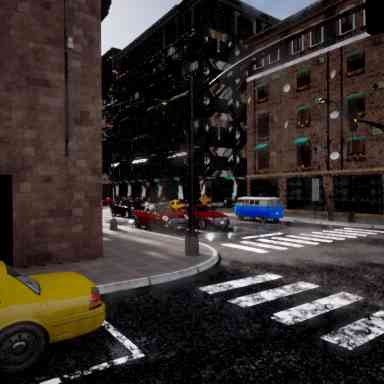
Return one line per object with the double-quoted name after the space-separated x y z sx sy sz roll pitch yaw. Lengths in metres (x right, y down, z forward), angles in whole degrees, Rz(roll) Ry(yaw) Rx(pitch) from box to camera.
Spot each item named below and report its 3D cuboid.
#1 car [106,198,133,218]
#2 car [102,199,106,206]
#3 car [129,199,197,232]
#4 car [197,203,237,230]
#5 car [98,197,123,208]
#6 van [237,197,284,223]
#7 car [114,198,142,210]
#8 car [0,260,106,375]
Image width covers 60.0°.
-5.608 1.472 29.579 1.837 1.490 4.892 -1 1 -36 "car"
-14.368 1.429 46.970 2.128 1.511 4.902 -1 0 -35 "car"
-1.863 1.440 20.030 1.967 1.590 4.097 0 0 -36 "car"
0.437 1.508 21.274 1.812 1.442 4.674 -1 0 -34 "car"
-11.725 1.462 47.837 1.887 1.381 4.507 -1 0 -36 "car"
4.926 1.280 24.944 1.690 1.788 3.998 0 0 -36 "van"
-8.395 1.463 43.258 1.887 1.381 4.507 -1 0 -36 "car"
-3.554 1.525 4.029 4.829 1.417 1.752 0 0 -36 "car"
